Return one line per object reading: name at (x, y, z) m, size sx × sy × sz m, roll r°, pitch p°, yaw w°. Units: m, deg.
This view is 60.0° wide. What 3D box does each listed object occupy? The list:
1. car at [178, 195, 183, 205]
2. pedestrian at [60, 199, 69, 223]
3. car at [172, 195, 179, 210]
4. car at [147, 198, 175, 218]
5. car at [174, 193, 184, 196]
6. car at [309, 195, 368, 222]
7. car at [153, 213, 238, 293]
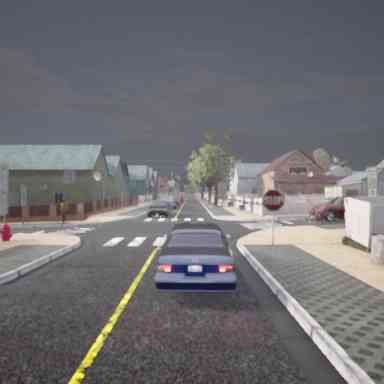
car at (-2.921, 1.538, 52.369) m, size 1.895 × 1.301 × 4.718 m, roll 0°, pitch 0°, yaw 0°
pedestrian at (-9.737, 1.433, 25.242) m, size 0.375 × 1.860 × 0.375 m, roll 0°, pitch 0°, yaw 0°
car at (-2.892, 1.478, 41.830) m, size 1.812 × 1.442 × 4.674 m, roll 0°, pitch 0°, yaw -1°
car at (-2.902, 1.515, 30.296) m, size 2.033 × 1.411 × 5.357 m, roll 0°, pitch 0°, yaw 0°
car at (-2.880, 1.133, 68.302) m, size 2.150 × 2.045 × 5.566 m, roll 0°, pitch 0°, yaw 0°
car at (10.326, 1.040, 22.486) m, size 4.553 × 1.767 × 2.097 m, roll -2°, pitch -1°, yaw 0°
car at (0.118, 1.539, 8.992) m, size 2.033 × 1.411 × 5.357 m, roll 0°, pitch 0°, yaw 1°
